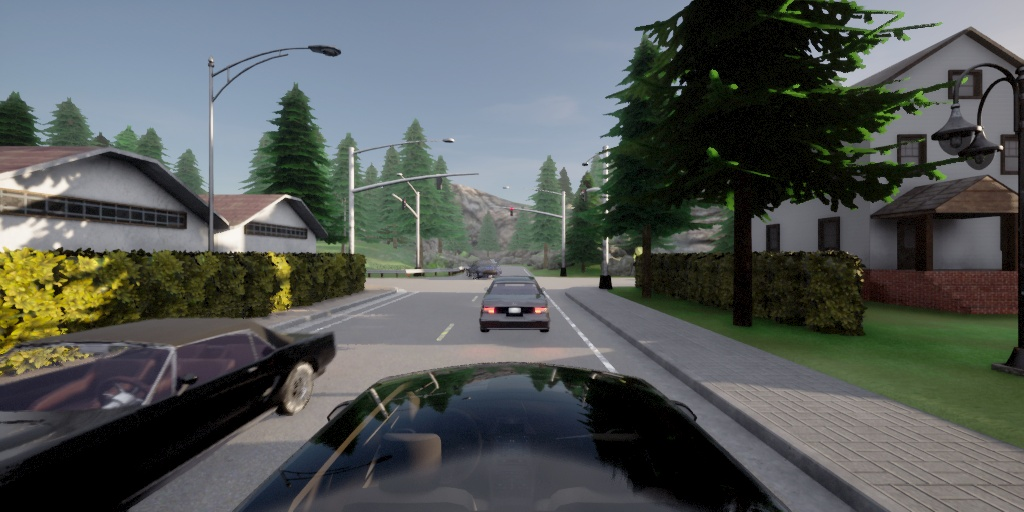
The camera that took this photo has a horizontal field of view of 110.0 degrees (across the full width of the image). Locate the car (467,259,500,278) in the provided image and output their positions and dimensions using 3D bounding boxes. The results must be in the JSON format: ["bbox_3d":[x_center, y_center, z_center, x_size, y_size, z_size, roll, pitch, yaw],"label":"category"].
[{"bbox_3d":[-2.468,1.091,31.257,2.097,1.767,4.553,0,0,-19],"label":"car"}]

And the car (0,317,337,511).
[{"bbox_3d":[-3.599,1.351,3.223,1.895,1.301,4.718,0,0,0],"label":"car"}]

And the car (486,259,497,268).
[{"bbox_3d":[-3.605,1.275,62.640,1.812,1.442,4.674,0,0,-3],"label":"car"}]

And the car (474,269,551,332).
[{"bbox_3d":[0.079,1.297,10.770,2.033,1.411,5.357,0,0,0],"label":"car"}]
